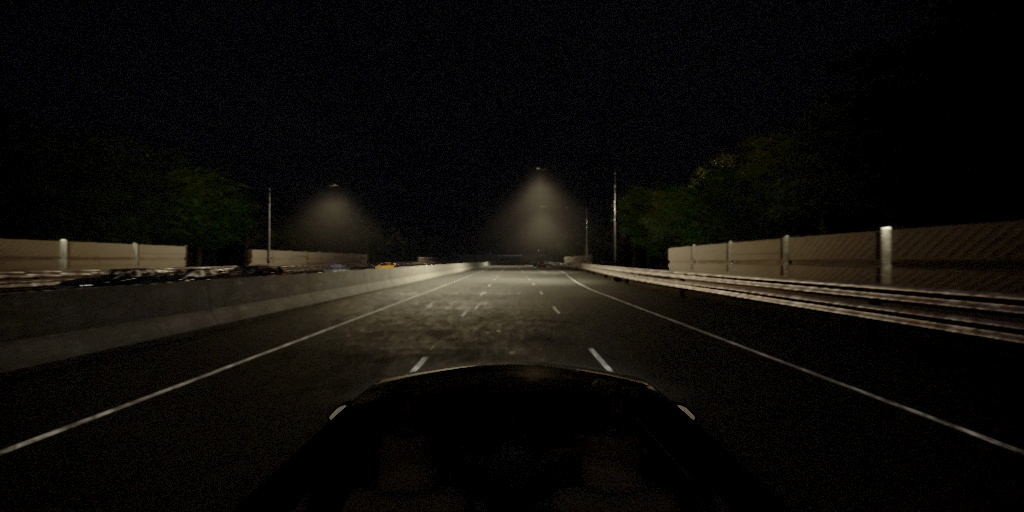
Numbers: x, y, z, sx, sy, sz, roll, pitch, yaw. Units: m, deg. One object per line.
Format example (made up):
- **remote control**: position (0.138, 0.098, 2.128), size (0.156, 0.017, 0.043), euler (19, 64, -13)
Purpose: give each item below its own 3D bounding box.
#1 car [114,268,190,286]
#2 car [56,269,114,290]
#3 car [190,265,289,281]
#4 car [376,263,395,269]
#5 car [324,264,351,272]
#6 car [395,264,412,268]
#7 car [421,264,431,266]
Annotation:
- **car**: position (-17.597, 1.433, 19.355), size (2.128, 1.511, 4.902), euler (0, -1, 0)
- **car**: position (-21.097, 1.433, 19.347), size (2.128, 1.511, 4.902), euler (0, -1, 0)
- **car**: position (-14.097, 1.293, 19.293), size (2.097, 1.767, 4.553), euler (0, -1, 0)
- **car**: position (-21.027, 1.868, 59.901), size (1.882, 1.535, 5.008), euler (0, -1, 1)
- **car**: position (-23.831, 1.816, 49.226), size (2.033, 1.411, 5.357), euler (0, -1, -3)
- **car**: position (-17.533, 1.955, 59.956), size (1.994, 1.385, 4.181), euler (0, -1, 1)
- **car**: position (-14.041, 1.951, 59.579), size (1.994, 1.385, 4.181), euler (0, -1, 1)
